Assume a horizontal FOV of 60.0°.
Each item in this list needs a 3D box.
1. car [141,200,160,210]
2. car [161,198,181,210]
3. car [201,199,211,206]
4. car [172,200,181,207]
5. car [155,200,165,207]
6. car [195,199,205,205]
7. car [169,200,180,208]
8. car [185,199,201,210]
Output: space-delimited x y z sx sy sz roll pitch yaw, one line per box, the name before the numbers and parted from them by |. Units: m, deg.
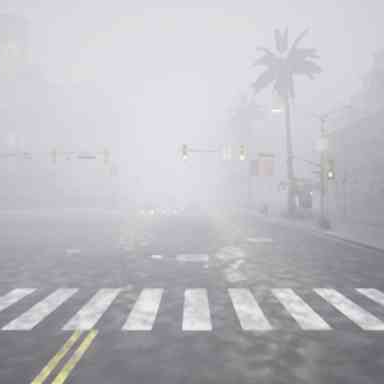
car | -6.991 2.058 54.092 2.097 1.767 4.553 0 -1 1
car | -3.476 1.943 55.290 2.150 2.045 5.566 0 -1 1
car | 3.519 2.580 80.839 2.128 1.511 4.902 0 -1 -4
car | -3.431 2.572 74.886 1.895 1.301 4.718 0 -1 0
car | -6.932 2.475 72.868 1.812 1.442 4.674 0 -1 0
car | 2.244 2.694 93.232 1.882 1.535 5.008 0 -1 -12
car | -3.456 2.371 64.794 1.812 1.442 4.674 0 -1 1
car | 0.150 2.214 56.391 1.882 1.535 5.008 0 -1 0
